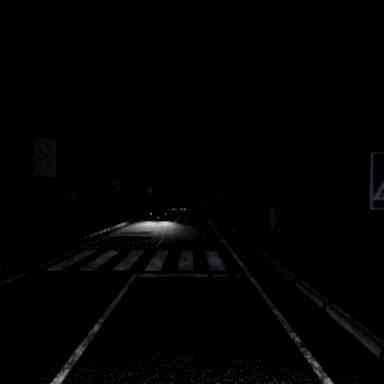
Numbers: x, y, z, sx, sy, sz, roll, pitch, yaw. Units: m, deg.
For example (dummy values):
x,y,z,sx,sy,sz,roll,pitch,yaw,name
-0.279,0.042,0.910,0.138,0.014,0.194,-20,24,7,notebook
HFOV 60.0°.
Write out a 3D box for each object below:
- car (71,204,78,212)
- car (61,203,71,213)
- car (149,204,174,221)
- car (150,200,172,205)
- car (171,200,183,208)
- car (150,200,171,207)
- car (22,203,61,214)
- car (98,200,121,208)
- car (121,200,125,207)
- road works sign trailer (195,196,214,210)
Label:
x,y,z,sx,sy,sz,roll,pitch,yaw,name
-21.848,2.540,54.198,5.008,1.535,2.097,0,-1,0,car
-21.847,2.469,50.926,4.892,1.521,2.231,0,-1,0,car
-3.286,2.269,34.770,1.895,1.301,4.718,0,-1,0,car
-8.643,3.315,88.545,4.892,1.521,2.231,0,-1,0,car
-3.083,2.977,75.958,1.812,1.442,4.674,0,-1,0,car
-8.668,3.137,91.352,5.566,2.045,2.435,0,-2,0,car
-21.861,2.436,47.650,4.674,1.452,2.002,0,-1,0,car
-21.732,3.244,85.824,5.008,1.535,2.097,0,-1,0,car
-21.725,3.387,91.391,5.008,1.535,2.097,0,-1,0,car
2.513,2.456,67.926,3.560,2.880,2.380,-4,43,-44,road works sign trailer
